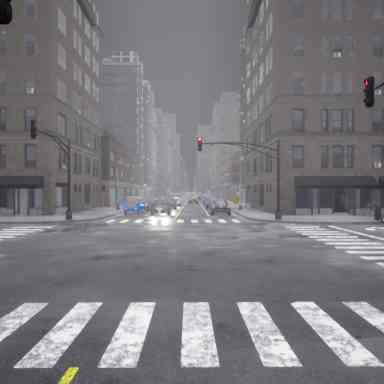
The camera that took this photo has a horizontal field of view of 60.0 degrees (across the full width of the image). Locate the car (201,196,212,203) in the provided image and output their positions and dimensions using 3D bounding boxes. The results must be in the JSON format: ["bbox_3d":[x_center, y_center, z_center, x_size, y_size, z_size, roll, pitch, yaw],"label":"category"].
[{"bbox_3d":[2.837,1.550,67.306,2.008,1.369,4.403,0,0,0],"label":"car"}]

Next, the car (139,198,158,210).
[{"bbox_3d":[-5.747,1.568,44.646,1.947,1.339,4.313,0,0,0],"label":"car"}]

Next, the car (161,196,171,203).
[{"bbox_3d":[-5.675,1.542,72.987,1.887,1.381,4.507,0,0,0],"label":"car"}]

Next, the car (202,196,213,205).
[{"bbox_3d":[2.822,1.526,61.806,1.752,1.417,4.829,0,0,0],"label":"car"}]

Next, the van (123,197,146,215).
[{"bbox_3d":[-5.776,1.342,33.310,1.690,1.788,3.998,0,0,0],"label":"van"}]

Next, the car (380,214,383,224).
[{"bbox_3d":[14.337,1.520,20.648,4.892,1.490,1.837,0,0,0],"label":"car"}]

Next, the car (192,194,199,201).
[{"bbox_3d":[1.012,1.446,89.480,1.801,1.575,5.366,0,0,0],"label":"car"}]

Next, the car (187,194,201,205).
[{"bbox_3d":[0.251,1.527,59.430,1.812,1.442,4.674,0,0,1],"label":"car"}]

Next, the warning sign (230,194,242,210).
[{"bbox_3d":[5.166,1.117,39.278,1.300,1.860,1.060,0,0,0],"label":"warning sign"}]

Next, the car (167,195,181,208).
[{"bbox_3d":[-2.990,1.494,43.698,2.128,1.511,4.902,0,0,0],"label":"car"}]

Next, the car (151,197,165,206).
[{"bbox_3d":[-5.718,1.567,55.983,1.947,1.339,4.313,0,0,0],"label":"car"}]

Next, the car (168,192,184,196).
[{"bbox_3d":[-2.950,1.223,54.427,2.150,2.045,5.566,0,0,0],"label":"car"}]

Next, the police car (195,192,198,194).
[{"bbox_3d":[0.996,1.420,79.385,1.930,1.638,5.238,0,0,-1],"label":"police car"}]

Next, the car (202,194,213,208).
[{"bbox_3d":[2.778,1.442,44.628,1.967,1.590,4.097,0,0,0],"label":"car"}]

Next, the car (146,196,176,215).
[{"bbox_3d":[-3.021,1.493,33.452,2.128,1.511,4.902,0,0,0],"label":"car"}]

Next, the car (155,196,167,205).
[{"bbox_3d":[-5.704,1.526,61.481,1.752,1.417,4.829,0,0,0],"label":"car"}]

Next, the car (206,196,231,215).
[{"bbox_3d":[2.749,1.441,33.290,1.967,1.590,4.097,0,0,0],"label":"car"}]

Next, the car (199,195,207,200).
[{"bbox_3d":[2.894,1.556,89.983,1.947,1.339,4.313,0,0,0],"label":"car"}]

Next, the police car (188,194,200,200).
[{"bbox_3d":[0.514,1.412,95.308,1.930,1.638,5.238,0,0,-16],"label":"police car"}]

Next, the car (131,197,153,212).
[{"bbox_3d":[-5.762,1.442,38.978,1.967,1.590,4.097,0,0,0],"label":"car"}]

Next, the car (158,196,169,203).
[{"bbox_3d":[-5.689,1.565,67.319,1.947,1.339,4.313,0,0,0],"label":"car"}]

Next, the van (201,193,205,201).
[{"bbox_3d":[2.807,1.343,55.967,1.690,1.788,3.998,0,0,0],"label":"van"}]

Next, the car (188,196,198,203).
[{"bbox_3d":[0.232,1.599,69.676,1.895,1.301,4.718,0,0,1],"label":"car"}]

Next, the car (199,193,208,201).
[{"bbox_3d":[2.879,1.307,84.313,2.192,1.841,5.009,0,0,0],"label":"car"}]

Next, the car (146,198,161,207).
[{"bbox_3d":[-5.733,1.584,50.315,1.802,1.307,4.206,0,0,0],"label":"car"}]

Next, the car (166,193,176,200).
[{"bbox_3d":[-5.631,1.305,89.993,2.192,1.841,5.009,0,0,0],"label":"car"}]
